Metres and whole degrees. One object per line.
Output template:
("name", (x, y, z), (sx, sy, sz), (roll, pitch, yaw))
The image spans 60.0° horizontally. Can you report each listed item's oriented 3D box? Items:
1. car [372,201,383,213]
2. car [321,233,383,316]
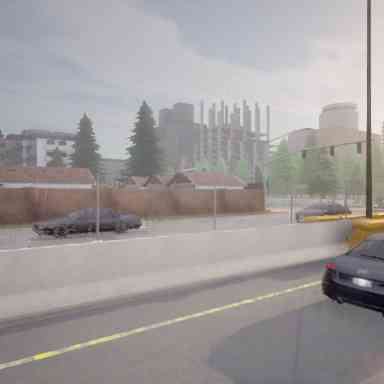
("car", (13.304, 1.351, 21.965), (4.553, 1.767, 2.097), (0, 0, -35))
("car", (4.630, 1.564, 7.036), (4.181, 1.385, 1.994), (0, 0, -36))
